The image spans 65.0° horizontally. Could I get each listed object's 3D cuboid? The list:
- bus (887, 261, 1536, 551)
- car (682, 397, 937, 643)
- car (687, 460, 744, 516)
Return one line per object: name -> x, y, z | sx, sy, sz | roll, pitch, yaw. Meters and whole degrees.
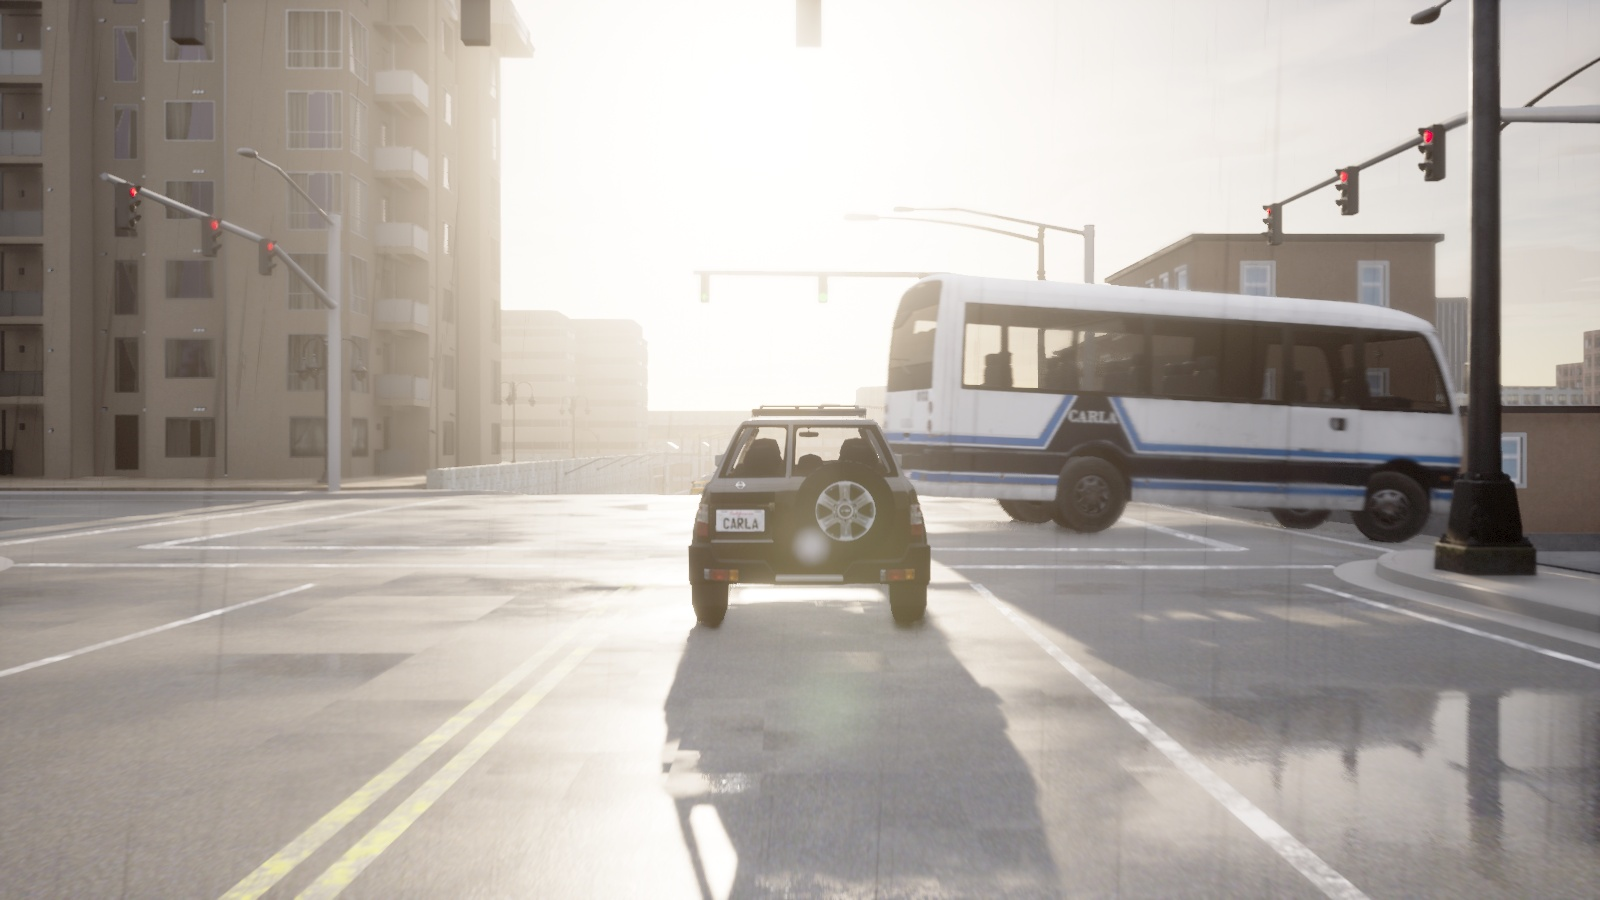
bus -> 7.137, -0.642, 22.553 | 10.273, 4.253, 3.944 | 3, 1, -11
car -> 0.083, 0.508, 11.804 | 1.932, 1.855, 4.605 | 0, 1, 0
car -> -3.208, 1.542, 48.711 | 1.801, 1.575, 5.366 | 0, -8, 0
